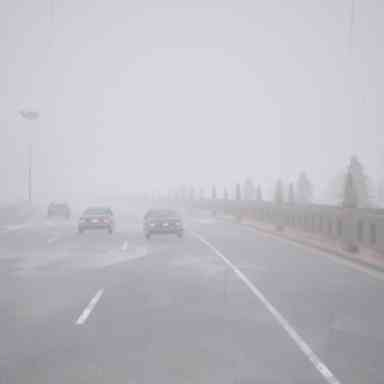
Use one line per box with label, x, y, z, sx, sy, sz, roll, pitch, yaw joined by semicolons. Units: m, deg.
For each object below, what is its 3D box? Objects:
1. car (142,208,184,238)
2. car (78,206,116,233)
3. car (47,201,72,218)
car;-1.650;1.550;17.788;2.033;1.411;5.357;0;0;-10
car;-5.568;1.564;19.733;2.033;1.411;5.357;0;0;-12
car;-12.161;1.530;30.628;2.128;1.511;4.902;0;0;-18
